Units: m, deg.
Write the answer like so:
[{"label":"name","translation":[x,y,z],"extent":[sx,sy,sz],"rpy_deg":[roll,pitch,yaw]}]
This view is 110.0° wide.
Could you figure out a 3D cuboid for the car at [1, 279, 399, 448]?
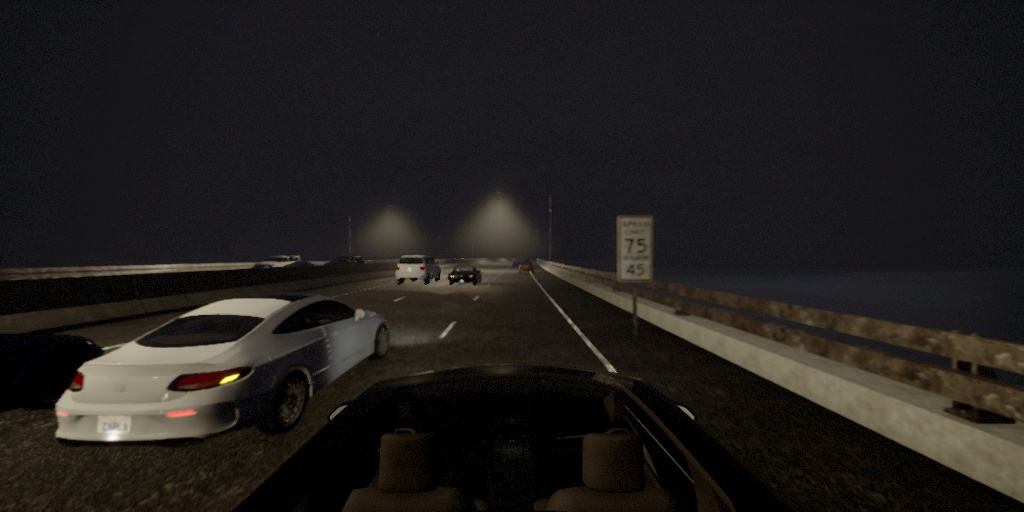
[{"label":"car","translation":[-3.390,1.272,5.366],"extent":[1.812,1.442,4.674],"rpy_deg":[0,0,0]}]

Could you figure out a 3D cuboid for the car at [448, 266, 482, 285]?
[{"label":"car","translation":[-3.237,1.351,25.566],"extent":[1.895,1.301,4.718],"rpy_deg":[0,0,1]}]

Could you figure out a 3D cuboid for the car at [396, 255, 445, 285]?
[{"label":"car","translation":[-6.727,0.969,26.335],"extent":[2.150,2.045,5.566],"rpy_deg":[0,0,1]}]

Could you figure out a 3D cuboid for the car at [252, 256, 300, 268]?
[{"label":"car","translation":[-24.212,0.969,37.332],"extent":[2.150,2.045,5.566],"rpy_deg":[0,-1,1]}]

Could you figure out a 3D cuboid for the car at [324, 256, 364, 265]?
[{"label":"car","translation":[-17.233,0.970,37.047],"extent":[2.150,2.045,5.566],"rpy_deg":[0,0,1]}]

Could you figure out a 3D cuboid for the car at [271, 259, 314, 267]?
[{"label":"car","translation":[-20.772,1.270,35.026],"extent":[1.812,1.442,4.674],"rpy_deg":[0,0,1]}]

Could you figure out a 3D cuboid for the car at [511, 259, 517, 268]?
[{"label":"car","translation":[0.980,1.313,60.540],"extent":[1.812,1.442,4.674],"rpy_deg":[0,0,2]}]

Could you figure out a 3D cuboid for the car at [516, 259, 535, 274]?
[{"label":"car","translation":[1.681,1.221,41.940],"extent":[1.801,1.575,5.366],"rpy_deg":[0,0,1]}]
